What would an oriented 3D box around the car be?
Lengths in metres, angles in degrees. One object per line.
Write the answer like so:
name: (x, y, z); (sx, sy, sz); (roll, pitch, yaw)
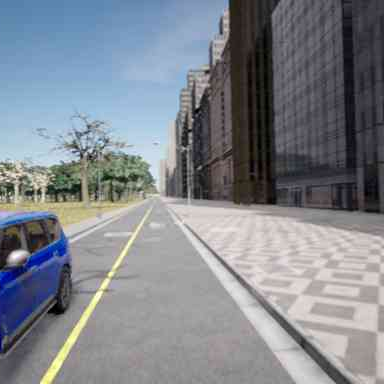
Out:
car: (-3.418, 1.361, 5.001); (2.150, 2.045, 5.566); (-1, -1, -6)
